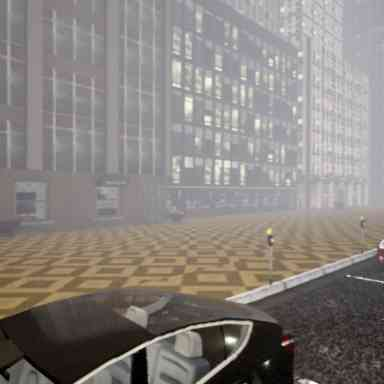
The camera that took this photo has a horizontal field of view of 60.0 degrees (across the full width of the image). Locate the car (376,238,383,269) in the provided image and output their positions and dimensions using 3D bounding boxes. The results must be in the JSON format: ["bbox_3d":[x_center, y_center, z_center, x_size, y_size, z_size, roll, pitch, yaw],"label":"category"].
[{"bbox_3d":[7.044,1.453,9.884,4.097,1.590,1.967,0,0,-44],"label":"car"}]

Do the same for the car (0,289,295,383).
[{"bbox_3d":[-0.936,1.555,2.245,4.313,1.339,1.947,0,0,-44],"label":"car"}]
